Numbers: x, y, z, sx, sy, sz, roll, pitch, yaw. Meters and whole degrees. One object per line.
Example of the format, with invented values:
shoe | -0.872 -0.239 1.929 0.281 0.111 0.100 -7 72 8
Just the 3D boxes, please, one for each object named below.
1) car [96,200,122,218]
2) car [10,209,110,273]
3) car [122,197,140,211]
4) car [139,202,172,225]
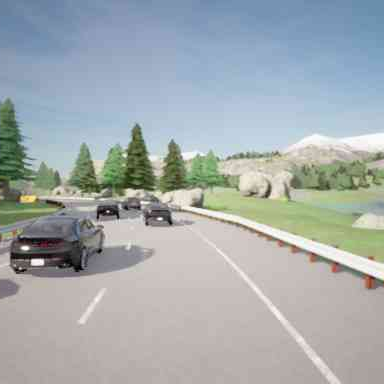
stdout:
car | -7.519 1.478 29.741 1.882 1.535 5.008 0 0 -15
car | -4.089 1.509 10.760 1.837 1.490 4.892 0 0 -5
car | -7.648 1.421 41.740 2.033 1.649 4.856 0 0 -20
car | -2.561 1.494 23.882 1.837 1.490 4.892 0 0 -11
